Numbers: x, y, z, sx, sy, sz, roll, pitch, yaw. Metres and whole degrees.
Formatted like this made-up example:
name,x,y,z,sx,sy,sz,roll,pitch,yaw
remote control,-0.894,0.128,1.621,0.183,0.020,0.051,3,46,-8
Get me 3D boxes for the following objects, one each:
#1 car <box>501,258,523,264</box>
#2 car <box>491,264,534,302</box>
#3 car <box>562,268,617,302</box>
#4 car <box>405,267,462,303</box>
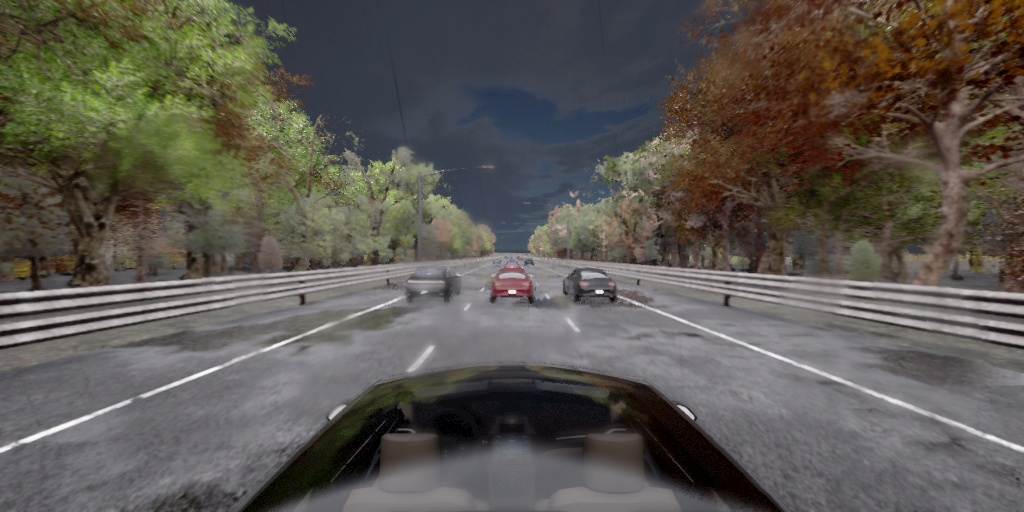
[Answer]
name,x,y,z,sx,sy,sz,roll,pitch,yaw
car,0.019,1.288,43.715,1.994,1.385,4.181,0,0,0
car,0.009,1.271,16.676,1.812,1.442,4.674,0,0,0
car,3.509,1.271,16.673,1.812,1.442,4.674,0,0,0
car,-3.492,1.237,16.686,2.128,1.511,4.902,0,0,0
